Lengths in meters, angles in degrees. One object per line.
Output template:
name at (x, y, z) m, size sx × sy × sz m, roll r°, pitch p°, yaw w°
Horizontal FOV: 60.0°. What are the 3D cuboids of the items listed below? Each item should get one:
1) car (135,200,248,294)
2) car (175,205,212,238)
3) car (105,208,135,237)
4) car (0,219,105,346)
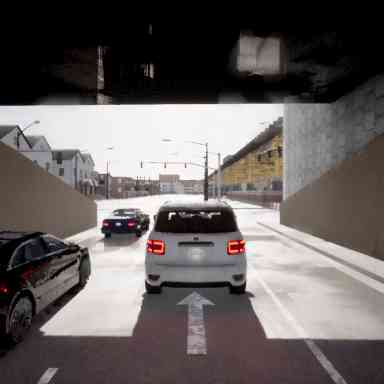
car at (0.083, 1.221, 8.911) m, size 2.150 × 2.045 × 5.566 m, roll 0°, pitch 0°, yaw 0°
car at (0.059, 1.526, 18.475) m, size 1.812 × 1.442 × 4.674 m, roll 0°, pitch 0°, yaw 0°
car at (-3.421, 1.547, 17.937) m, size 2.033 × 1.411 × 5.357 m, roll 0°, pitch 0°, yaw 0°
car at (-3.426, 1.491, 6.331) m, size 2.128 × 1.511 × 4.902 m, roll 0°, pitch 0°, yaw 0°
